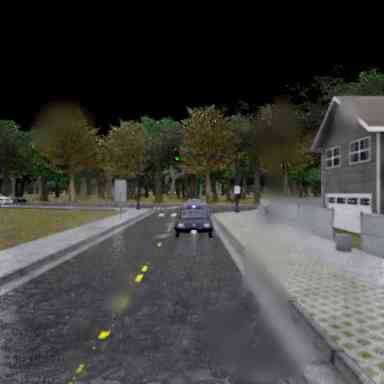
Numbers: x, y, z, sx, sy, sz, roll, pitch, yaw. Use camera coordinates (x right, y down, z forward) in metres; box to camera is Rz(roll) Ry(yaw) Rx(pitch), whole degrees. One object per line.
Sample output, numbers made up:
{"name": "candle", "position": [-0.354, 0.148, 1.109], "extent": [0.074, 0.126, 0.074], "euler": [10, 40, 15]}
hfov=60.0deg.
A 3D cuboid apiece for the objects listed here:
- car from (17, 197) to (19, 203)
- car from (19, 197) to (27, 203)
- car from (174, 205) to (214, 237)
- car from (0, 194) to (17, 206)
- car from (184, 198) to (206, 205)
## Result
{"name": "car", "position": [-36.463, 1.553, 63.646], "extent": [5.357, 1.411, 2.033], "euler": [0, 0, 23]}
{"name": "car", "position": [-35.529, 1.616, 66.783], "extent": [4.718, 1.301, 1.895], "euler": [0, 0, 23]}
{"name": "car", "position": [0.091, 1.594, 17.861], "extent": [1.895, 1.301, 4.718], "euler": [0, 0, 0]}
{"name": "car", "position": [-32.038, 1.219, 54.632], "extent": [5.566, 2.045, 2.150], "euler": [0, 0, 24]}
{"name": "car", "position": [0.275, 1.341, 31.801], "extent": [2.097, 1.767, 4.553], "euler": [0, 0, 3]}
